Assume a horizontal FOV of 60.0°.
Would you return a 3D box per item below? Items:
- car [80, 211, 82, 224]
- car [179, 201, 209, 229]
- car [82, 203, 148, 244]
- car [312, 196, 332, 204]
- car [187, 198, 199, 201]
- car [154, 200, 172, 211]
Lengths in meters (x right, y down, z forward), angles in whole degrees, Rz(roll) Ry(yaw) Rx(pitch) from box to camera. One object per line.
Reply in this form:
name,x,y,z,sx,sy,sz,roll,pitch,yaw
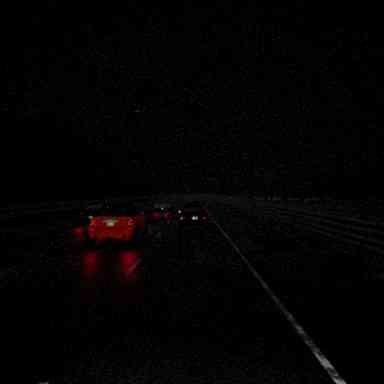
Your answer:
car,-6.890,1.527,24.746,1.812,1.442,4.674,0,0,0
car,0.107,1.553,21.669,2.033,1.411,5.357,0,0,0
car,-3.399,1.354,15.998,2.097,1.767,4.553,0,0,0
car,28.133,1.719,71.876,2.033,1.649,4.856,0,0,-25
car,0.109,1.507,42.119,1.882,1.535,5.008,0,0,0
car,-3.392,1.627,40.353,1.895,1.301,4.718,0,0,0
